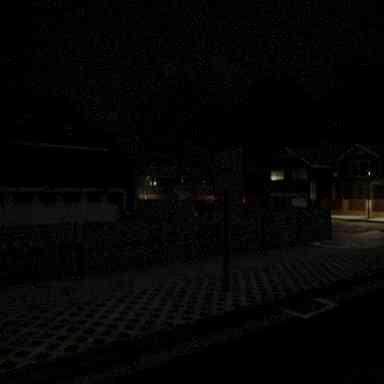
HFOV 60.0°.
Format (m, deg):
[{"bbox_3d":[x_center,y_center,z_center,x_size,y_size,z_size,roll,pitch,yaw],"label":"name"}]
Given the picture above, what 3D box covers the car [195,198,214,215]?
[{"bbox_3d":[1.520,1.385,32.328,1.882,1.535,5.008,0,0,-35],"label":"car"}]
